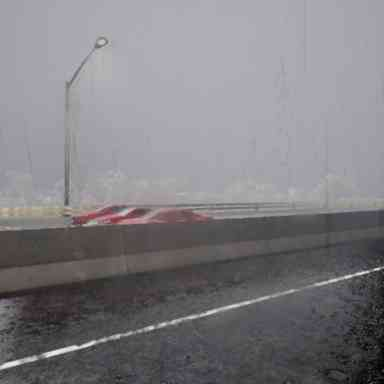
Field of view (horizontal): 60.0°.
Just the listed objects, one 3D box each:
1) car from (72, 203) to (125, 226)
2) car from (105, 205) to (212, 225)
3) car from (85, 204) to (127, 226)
[{"bbox_3d":[-5.224,1.516,21.718,5.008,1.535,1.882,0,0,-35],"label":"car"},{"bbox_3d":[-1.287,1.517,15.929,5.008,1.535,1.882,0,0,-35],"label":"car"},{"bbox_3d":[-3.276,1.565,18.810,4.674,1.442,1.812,0,0,-35],"label":"car"}]
